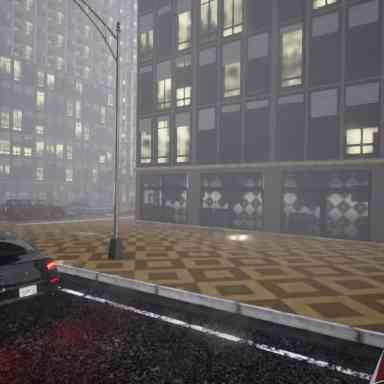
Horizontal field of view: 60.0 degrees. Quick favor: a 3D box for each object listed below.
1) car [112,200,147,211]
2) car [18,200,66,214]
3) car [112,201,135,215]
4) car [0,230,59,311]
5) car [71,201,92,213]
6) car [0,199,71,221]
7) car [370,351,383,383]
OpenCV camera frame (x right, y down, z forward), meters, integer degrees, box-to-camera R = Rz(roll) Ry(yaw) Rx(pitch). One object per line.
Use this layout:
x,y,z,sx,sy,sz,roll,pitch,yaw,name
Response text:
-8.587,1.858,46.027,1.895,1.301,4.718,1,0,36,car
-17.289,1.643,38.599,1.752,1.417,4.829,1,0,36,car
-6.994,1.830,38.449,1.752,1.417,4.829,1,0,36,car
-4.674,1.522,7.001,4.674,1.442,1.812,0,0,35,car
-13.873,1.743,38.849,1.994,1.385,4.181,1,0,37,car
-13.780,1.519,29.229,2.192,1.841,5.009,1,0,36,car
3.219,1.353,1.393,4.553,1.767,2.097,0,0,35,car
